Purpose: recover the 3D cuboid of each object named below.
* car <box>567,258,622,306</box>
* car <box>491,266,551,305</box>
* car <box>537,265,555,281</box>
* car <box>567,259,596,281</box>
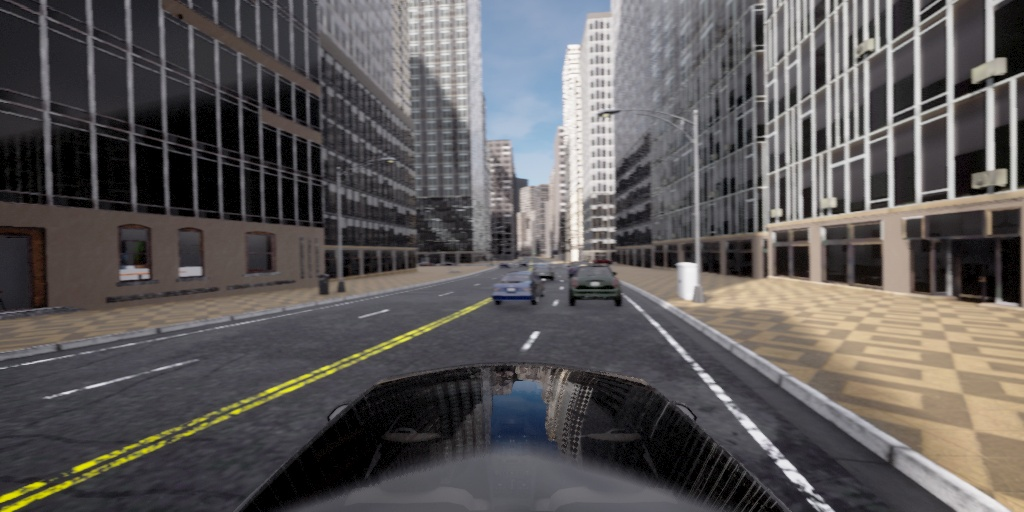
[{"bbox_3d":[3.639,1.129,16.128,2.097,1.767,4.553,-1,-1,10],"label":"car"},{"bbox_3d":[0.433,1.385,16.642,2.033,1.411,5.357,-1,0,11],"label":"car"},{"bbox_3d":[2.759,1.451,31.922,1.994,1.385,4.181,-1,0,7],"label":"car"},{"bbox_3d":[5.953,1.174,31.265,2.097,1.767,4.553,-1,-1,7],"label":"car"}]
